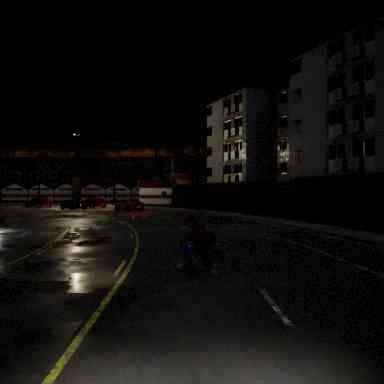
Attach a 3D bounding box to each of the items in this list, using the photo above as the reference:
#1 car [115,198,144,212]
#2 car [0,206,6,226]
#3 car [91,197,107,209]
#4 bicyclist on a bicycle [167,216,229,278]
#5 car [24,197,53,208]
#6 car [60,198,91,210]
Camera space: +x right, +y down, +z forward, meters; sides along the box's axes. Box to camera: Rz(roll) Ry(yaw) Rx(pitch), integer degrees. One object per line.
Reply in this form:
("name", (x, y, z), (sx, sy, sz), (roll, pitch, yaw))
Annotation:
("car", (-7.383, 1.478, 38.927), (1.882, 1.535, 5.008), (0, 0, -36))
("car", (-13.902, 1.527, 22.674), (1.812, 1.442, 4.674), (0, 0, -23))
("car", (-13.746, 1.477, 45.979), (5.008, 1.535, 1.882), (0, 0, 42))
("bicyclist on a bicycle", (0.140, 1.455, 8.759), (1.656, 1.620, 0.582), (-2, 0, -2))
("car", (-22.189, 1.477, 47.971), (5.008, 1.535, 1.882), (0, 0, 31))
("car", (-15.142, 1.564, 42.387), (1.994, 1.385, 4.181), (0, 0, -45))
